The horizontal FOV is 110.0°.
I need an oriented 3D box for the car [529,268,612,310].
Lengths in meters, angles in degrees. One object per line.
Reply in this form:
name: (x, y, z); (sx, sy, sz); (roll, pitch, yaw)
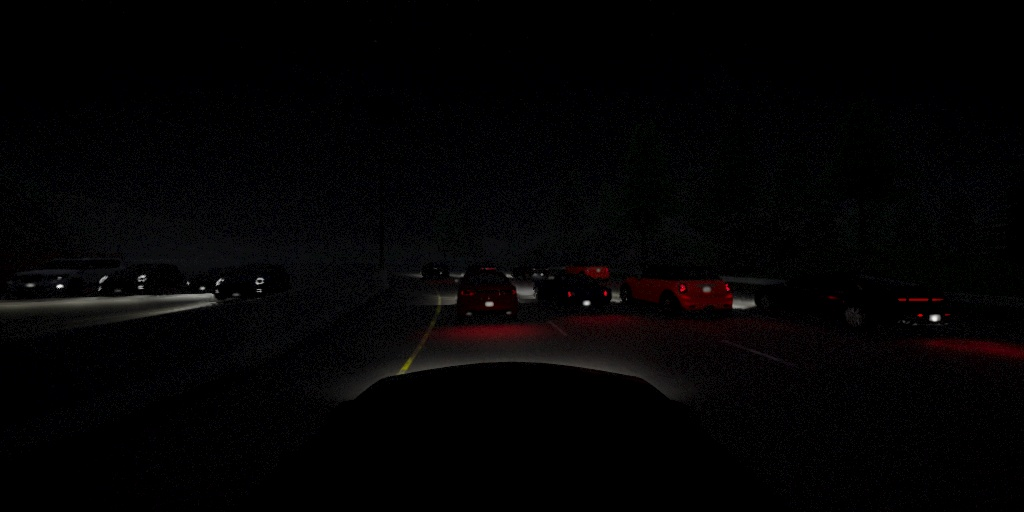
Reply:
car: (2.237, 1.353, 14.694); (1.895, 1.301, 4.718); (0, 0, -10)

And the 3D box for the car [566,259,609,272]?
car: (5.825, 1.101, 28.817); (2.097, 1.767, 4.553); (0, 0, -17)

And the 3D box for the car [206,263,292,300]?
car: (-13.049, 1.173, 18.349); (2.097, 1.767, 4.553); (0, 0, -16)

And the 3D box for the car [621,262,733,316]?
car: (5.889, 1.087, 13.498); (2.097, 1.767, 4.553); (0, 0, -8)

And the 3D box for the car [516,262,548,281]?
car: (1.536, 1.260, 30.609); (2.128, 1.511, 4.902); (0, 0, -20)

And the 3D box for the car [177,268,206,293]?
car: (-17.788, 1.393, 22.130); (2.033, 1.411, 5.357); (0, 0, -19)

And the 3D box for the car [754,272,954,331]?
car: (9.774, 1.221, 10.907); (1.837, 1.490, 4.892); (0, 0, -6)

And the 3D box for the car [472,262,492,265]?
car: (-2.782, 1.280, 32.127); (2.128, 1.511, 4.902); (0, 0, -21)

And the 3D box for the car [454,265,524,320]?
car: (-1.020, 1.242, 12.842); (1.882, 1.535, 5.008); (0, 0, -9)

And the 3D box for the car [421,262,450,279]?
car: (-7.220, 1.301, 33.585); (2.128, 1.511, 4.902); (0, 0, -24)

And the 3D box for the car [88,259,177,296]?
car: (-20.974, 1.209, 20.540); (2.097, 1.767, 4.553); (0, 0, -19)

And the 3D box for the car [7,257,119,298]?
car: (-24.474, 1.096, 20.149); (2.150, 2.045, 5.566); (0, 0, -20)
